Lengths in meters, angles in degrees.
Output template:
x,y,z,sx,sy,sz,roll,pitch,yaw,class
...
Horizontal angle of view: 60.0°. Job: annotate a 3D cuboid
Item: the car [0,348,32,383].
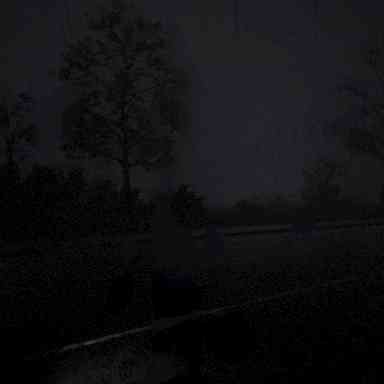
x,y,z,sx,sy,sz,roll,pitch,yaw,class
-3.234,1.499,1.293,4.892,1.490,1.837,0,0,-36,car
